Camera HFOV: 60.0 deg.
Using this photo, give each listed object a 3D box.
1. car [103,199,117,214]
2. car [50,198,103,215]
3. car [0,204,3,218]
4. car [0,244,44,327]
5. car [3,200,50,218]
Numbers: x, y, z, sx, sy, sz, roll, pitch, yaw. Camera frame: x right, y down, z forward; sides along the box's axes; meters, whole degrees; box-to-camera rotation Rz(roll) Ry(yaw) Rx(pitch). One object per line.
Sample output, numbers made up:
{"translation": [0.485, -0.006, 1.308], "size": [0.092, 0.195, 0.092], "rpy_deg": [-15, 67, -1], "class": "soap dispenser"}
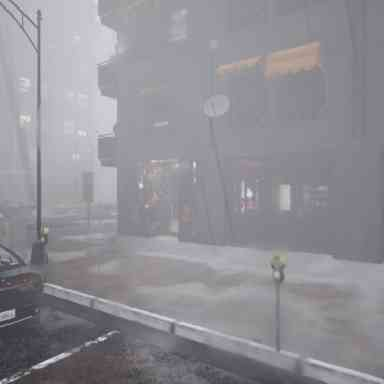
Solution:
{"translation": [-6.905, 1.280, 31.674], "size": [1.895, 1.301, 4.718], "rpy_deg": [0, 1, 35], "class": "car"}
{"translation": [-10.862, 1.250, 30.526], "size": [1.752, 1.417, 4.829], "rpy_deg": [1, 1, 35], "class": "car"}
{"translation": [-14.417, 1.444, 20.422], "size": [1.994, 1.385, 4.181], "rpy_deg": [0, 1, 31], "class": "car"}
{"translation": [-4.456, 1.551, 6.073], "size": [4.403, 1.369, 2.008], "rpy_deg": [0, 0, 36], "class": "car"}
{"translation": [-13.964, 1.350, 26.110], "size": [2.008, 1.369, 4.403], "rpy_deg": [1, 1, 35], "class": "car"}
